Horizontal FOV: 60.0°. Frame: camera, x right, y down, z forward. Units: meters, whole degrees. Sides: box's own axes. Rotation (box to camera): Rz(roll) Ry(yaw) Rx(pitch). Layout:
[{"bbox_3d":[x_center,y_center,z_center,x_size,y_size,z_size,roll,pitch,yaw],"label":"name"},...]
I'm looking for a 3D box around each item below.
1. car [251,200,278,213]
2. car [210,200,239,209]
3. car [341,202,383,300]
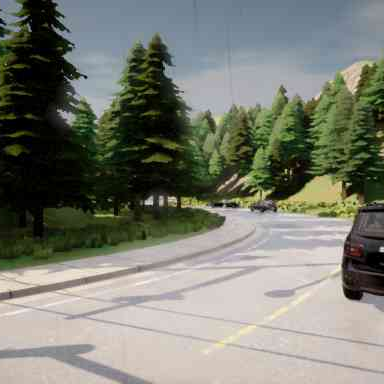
[{"bbox_3d":[8.599,1.683,39.800,1.812,1.442,4.674,0,0,-13],"label":"car"},{"bbox_3d":[4.697,1.787,49.356,1.895,1.301,4.718,0,0,-33],"label":"car"},{"bbox_3d":[5.057,1.245,7.784,2.150,2.045,5.566,0,0,35],"label":"car"}]
